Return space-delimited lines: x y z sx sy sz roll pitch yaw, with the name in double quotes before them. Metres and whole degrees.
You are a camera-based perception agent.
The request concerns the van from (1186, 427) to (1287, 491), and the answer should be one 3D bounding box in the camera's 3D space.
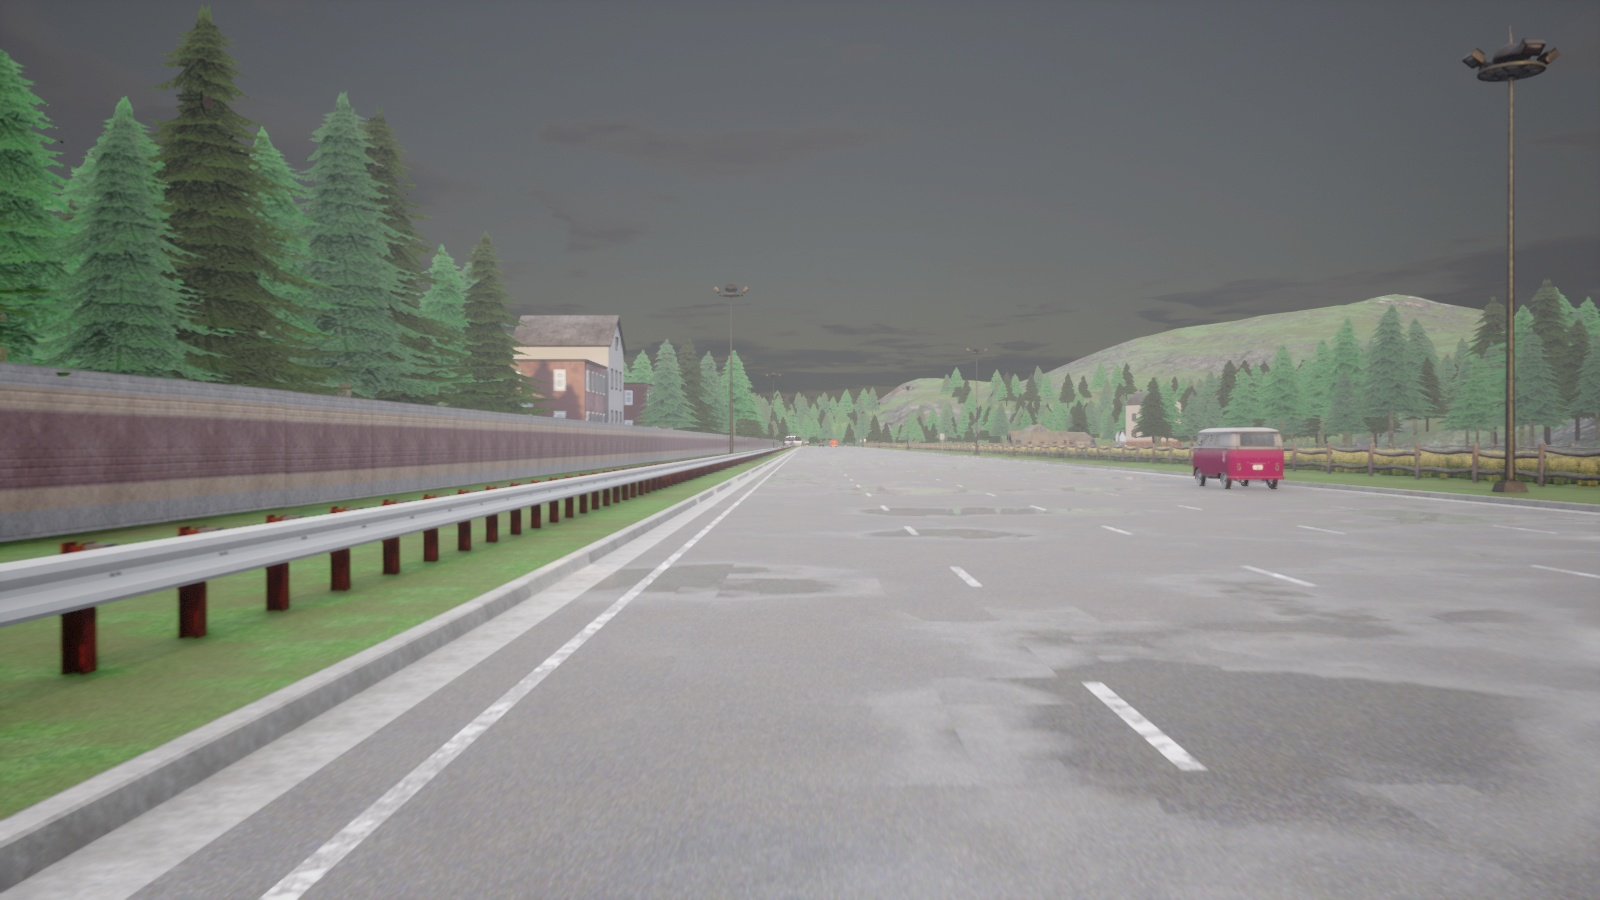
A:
"van" 14.254 0.278 41.255 1.775 1.987 4.442 0 0 0
